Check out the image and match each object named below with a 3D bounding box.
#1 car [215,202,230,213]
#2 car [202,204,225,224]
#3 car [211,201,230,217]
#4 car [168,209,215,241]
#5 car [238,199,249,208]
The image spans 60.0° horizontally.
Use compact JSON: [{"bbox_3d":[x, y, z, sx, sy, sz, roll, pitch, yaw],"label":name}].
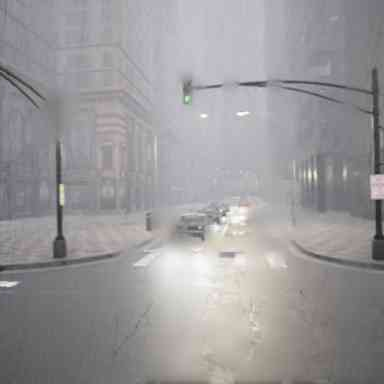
[{"bbox_3d":[4.446,2.174,48.276,1.812,1.442,4.674,-1,-1,9],"label":"car"},{"bbox_3d":[1.470,1.969,28.457,1.994,1.385,4.181,-1,-1,9],"label":"car"},{"bbox_3d":[2.928,1.879,38.353,2.097,1.767,4.553,-1,-1,9],"label":"car"},{"bbox_3d":[0.008,1.887,18.622,1.895,1.301,4.718,-1,-1,8],"label":"car"},{"bbox_3d":[9.974,2.134,64.125,2.097,1.767,4.553,-1,-1,8],"label":"car"}]
